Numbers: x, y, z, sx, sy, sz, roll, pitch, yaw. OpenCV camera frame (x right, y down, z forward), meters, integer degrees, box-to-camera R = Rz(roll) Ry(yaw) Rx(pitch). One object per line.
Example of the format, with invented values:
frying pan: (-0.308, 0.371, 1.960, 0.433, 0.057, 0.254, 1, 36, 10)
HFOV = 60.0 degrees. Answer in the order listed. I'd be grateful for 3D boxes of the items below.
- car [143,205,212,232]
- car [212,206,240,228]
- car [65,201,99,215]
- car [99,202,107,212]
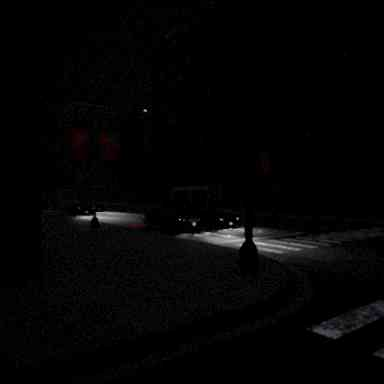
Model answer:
car: (-1.305, 1.558, 20.722, 2.128, 1.511, 4.902, 0, 0, -36)
car: (0.920, 1.626, 23.195, 2.033, 1.411, 5.357, 0, 0, -36)
car: (-11.949, 1.738, 35.522, 1.895, 1.301, 4.718, 0, 0, -36)
car: (-12.336, 1.767, 41.644, 1.895, 1.301, 4.718, 0, 0, -35)
